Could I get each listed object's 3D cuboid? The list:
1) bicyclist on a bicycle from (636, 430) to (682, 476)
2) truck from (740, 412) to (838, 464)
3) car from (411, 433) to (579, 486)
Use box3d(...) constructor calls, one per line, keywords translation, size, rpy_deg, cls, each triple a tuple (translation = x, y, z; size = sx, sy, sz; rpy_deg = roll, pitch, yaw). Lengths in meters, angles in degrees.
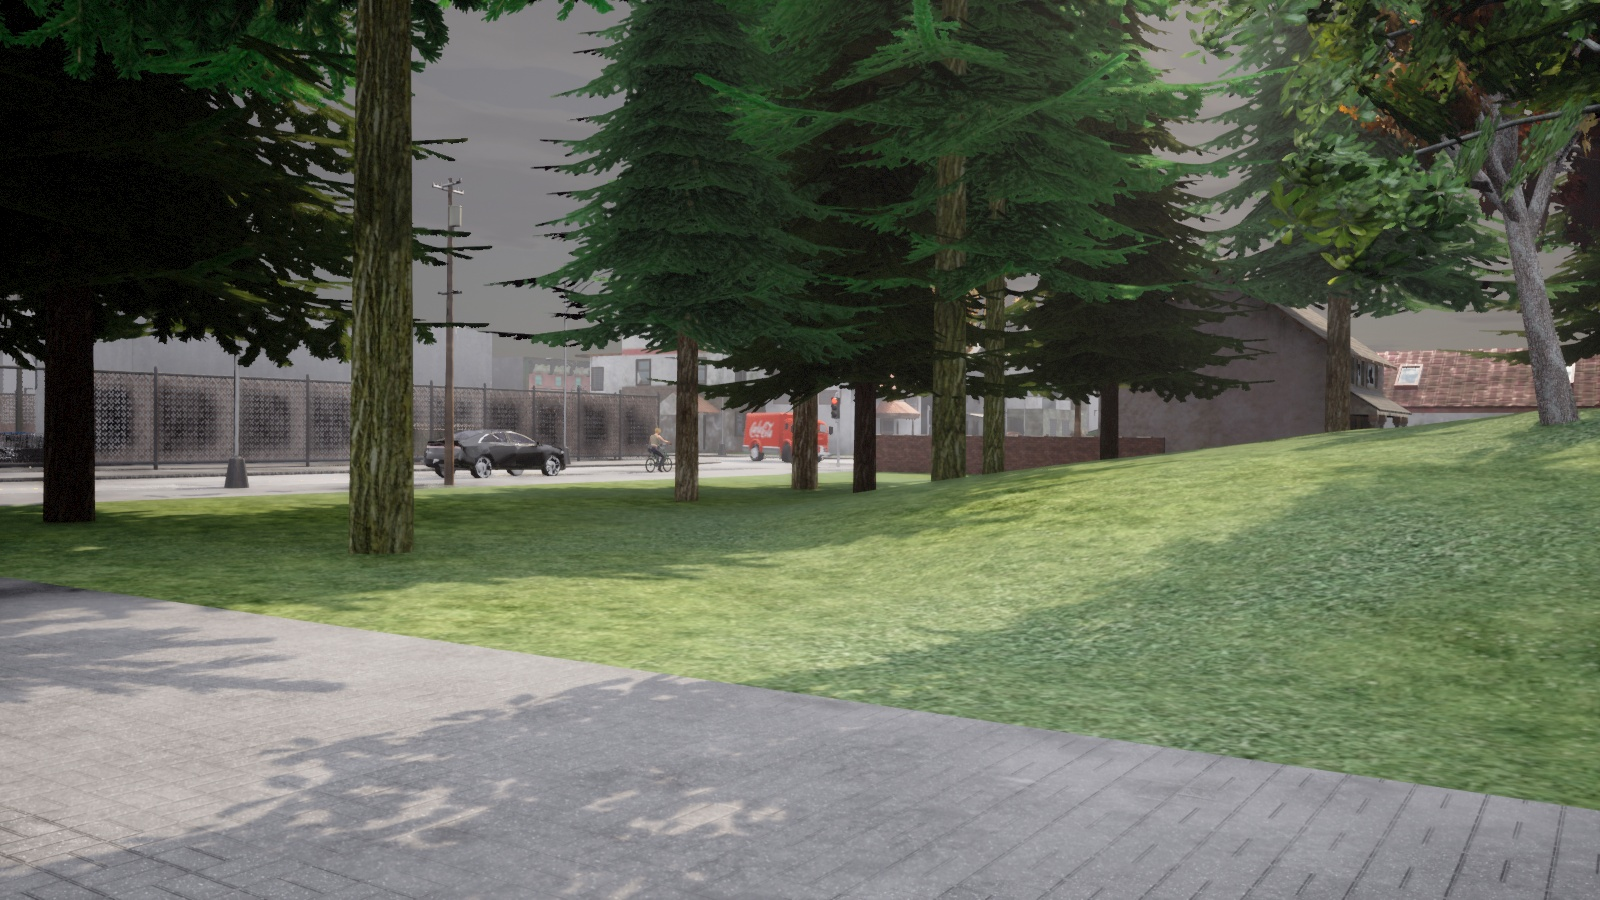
box3d(translation=(-5.094, 0.094, 45.400), size=(0.866, 1.612, 1.509), rpy_deg=(0, 1, 33), cls="bicyclist on a bicycle")
box3d(translation=(-0.630, -0.627, 63.560), size=(2.627, 2.467, 5.204), rpy_deg=(1, 0, -31), cls="truck")
box3d(translation=(-9.367, 0.240, 38.970), size=(2.128, 1.511, 4.902), rpy_deg=(0, 1, 34), cls="car")
